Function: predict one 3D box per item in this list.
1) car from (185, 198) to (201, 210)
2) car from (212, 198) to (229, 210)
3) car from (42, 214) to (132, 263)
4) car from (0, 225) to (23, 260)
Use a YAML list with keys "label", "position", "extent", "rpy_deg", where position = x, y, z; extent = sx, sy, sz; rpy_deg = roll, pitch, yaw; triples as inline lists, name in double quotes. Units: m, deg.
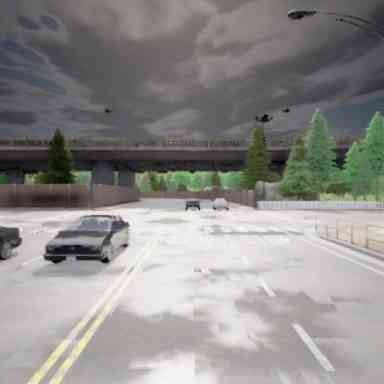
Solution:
- label: "car"
  position: [0.113, 1.514, 43.477]
  extent: [1.837, 1.490, 4.892]
  rpy_deg: [0, 0, 0]
- label: "car"
  position: [3.616, 1.533, 43.266]
  extent: [1.812, 1.442, 4.674]
  rpy_deg: [0, 0, 0]
- label: "car"
  position: [-3.496, 1.550, 12.274]
  extent: [2.033, 1.411, 5.357]
  rpy_deg: [0, 0, 0]
- label: "car"
  position: [-7.023, 1.549, 9.669]
  extent: [2.033, 1.411, 5.357]
  rpy_deg: [0, 0, 0]
